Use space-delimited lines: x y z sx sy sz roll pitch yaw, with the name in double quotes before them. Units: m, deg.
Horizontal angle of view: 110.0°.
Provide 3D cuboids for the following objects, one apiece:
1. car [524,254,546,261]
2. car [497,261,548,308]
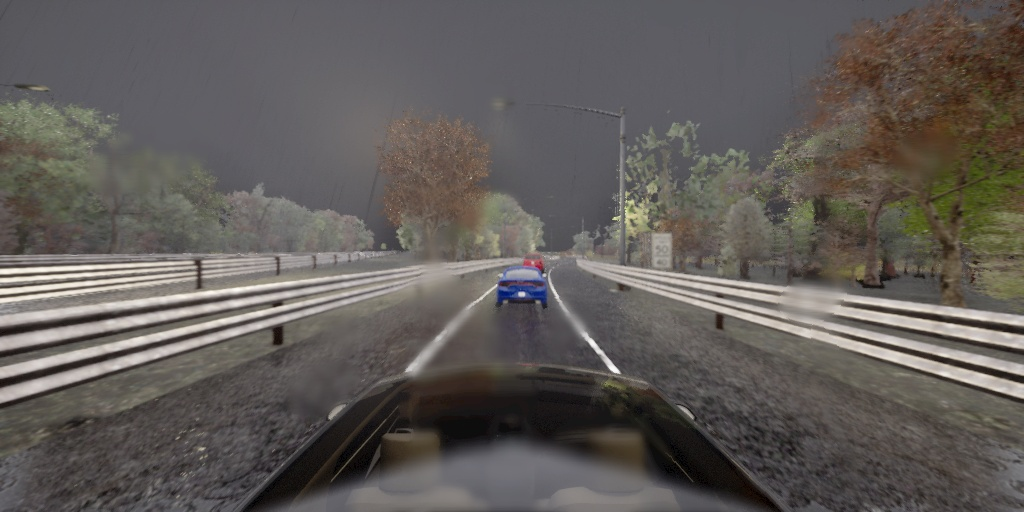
"car" 2.447 0.777 39.241 2.150 2.045 5.566 0 0 7
"car" 0.444 1.162 14.981 1.882 1.535 5.008 0 0 2
